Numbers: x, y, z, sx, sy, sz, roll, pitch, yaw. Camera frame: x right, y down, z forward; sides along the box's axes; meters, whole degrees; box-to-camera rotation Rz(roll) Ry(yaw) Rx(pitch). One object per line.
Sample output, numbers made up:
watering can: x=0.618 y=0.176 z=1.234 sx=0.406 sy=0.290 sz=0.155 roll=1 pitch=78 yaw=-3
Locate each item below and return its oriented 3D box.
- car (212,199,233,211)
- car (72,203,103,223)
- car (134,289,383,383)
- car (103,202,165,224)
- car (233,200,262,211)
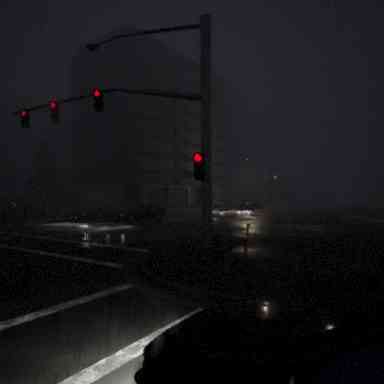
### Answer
car: x=4.422 y=1.622 z=44.569 sx=1.882 sy=1.535 sz=5.008 roll=0 pitch=0 yaw=35
car: x=-7.513 y=1.670 z=27.265 sx=1.812 sy=1.442 sz=4.674 roll=0 pitch=0 yaw=34
car: x=2.042 y=1.545 z=2.500 sx=5.357 sy=1.411 sz=2.033 roll=0 pitch=0 yaw=35
car: x=-4.183 y=1.599 z=25.967 sx=1.882 sy=1.535 sz=5.008 roll=0 pitch=0 yaw=35
car: x=7.441 y=1.685 z=42.781 sx=1.994 sy=1.385 sz=4.181 roll=0 pitch=0 yaw=35
